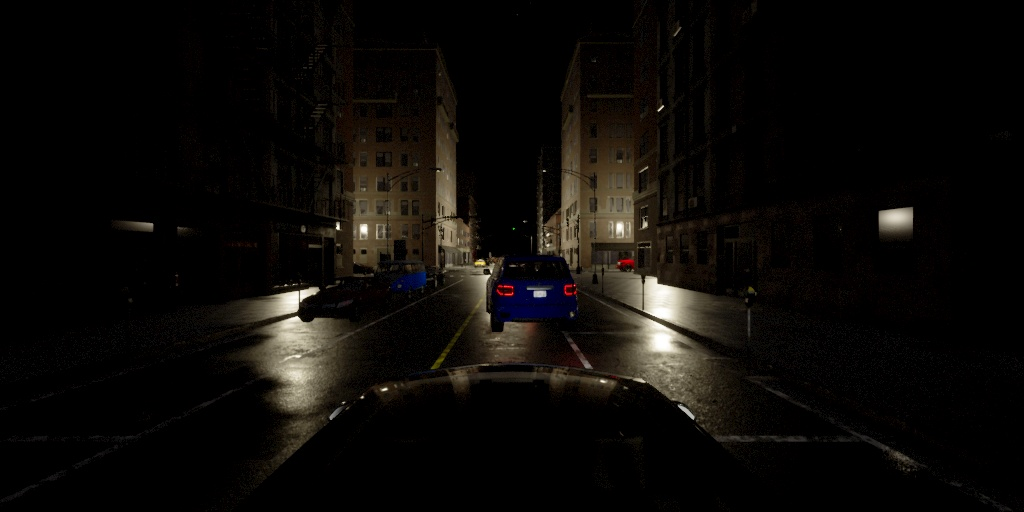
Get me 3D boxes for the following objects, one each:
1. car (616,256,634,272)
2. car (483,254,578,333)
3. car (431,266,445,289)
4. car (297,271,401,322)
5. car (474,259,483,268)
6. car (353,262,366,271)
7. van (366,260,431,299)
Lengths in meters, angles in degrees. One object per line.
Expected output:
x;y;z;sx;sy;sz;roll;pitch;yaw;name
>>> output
15.336;0.877;42.985;5.566;2.045;2.150;0;0;0;car
0.360;0.971;10.966;2.150;2.045;5.566;0;0;-6;car
-5.389;1.299;22.937;2.007;1.370;4.403;0;0;0;car
-5.393;1.331;12.124;1.802;1.307;4.207;0;0;0;car
-5.384;1.272;60.730;1.751;1.417;4.829;0;0;0;car
-17.588;1.402;39.986;4.181;1.385;1.994;0;0;0;car
-5.391;1.090;17.531;1.690;1.789;3.998;0;0;0;van
